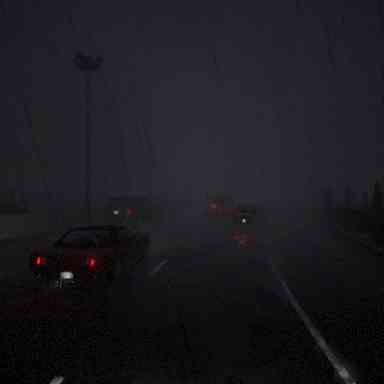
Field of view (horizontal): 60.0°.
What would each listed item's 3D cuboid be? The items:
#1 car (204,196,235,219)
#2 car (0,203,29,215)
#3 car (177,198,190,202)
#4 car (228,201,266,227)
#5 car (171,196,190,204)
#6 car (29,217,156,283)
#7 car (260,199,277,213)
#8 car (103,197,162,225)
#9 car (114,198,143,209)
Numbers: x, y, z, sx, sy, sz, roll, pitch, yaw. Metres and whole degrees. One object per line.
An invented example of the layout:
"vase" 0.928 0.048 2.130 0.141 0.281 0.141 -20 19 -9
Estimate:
"car" 2.771 1.410 32.056 2.150 2.045 5.566 0 0 17
"car" -14.262 1.570 24.344 1.882 1.535 5.008 0 0 14
"car" -1.333 1.826 54.256 1.812 1.442 4.674 0 -1 18
"car" 4.122 1.655 24.377 1.837 1.490 4.892 0 0 16
"car" -2.148 1.488 63.206 2.128 1.511 4.902 0 0 18
"car" -2.622 1.649 9.903 1.895 1.301 4.718 0 0 7
"car" 9.270 1.611 40.985 2.097 1.767 4.553 0 0 18
"car" -3.805 1.334 22.170 2.150 2.045 5.566 0 0 14
"car" -9.689 1.749 51.155 2.128 1.511 4.902 0 0 18
